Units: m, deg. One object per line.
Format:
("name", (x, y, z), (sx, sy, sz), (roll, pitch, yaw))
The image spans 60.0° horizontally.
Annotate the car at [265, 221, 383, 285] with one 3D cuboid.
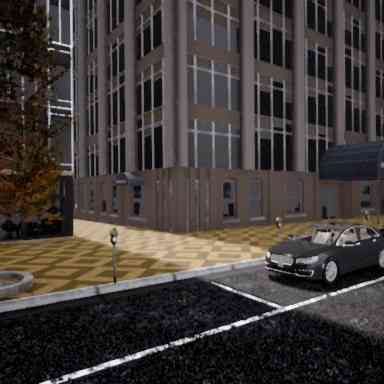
("car", (3.936, 1.545, 9.372), (4.403, 1.369, 2.008), (0, -1, -35))
